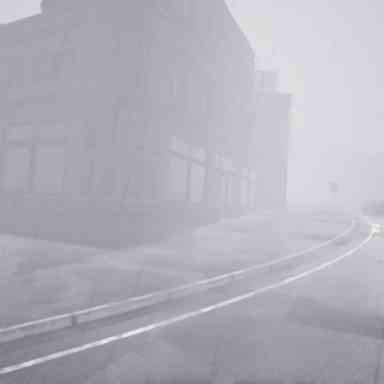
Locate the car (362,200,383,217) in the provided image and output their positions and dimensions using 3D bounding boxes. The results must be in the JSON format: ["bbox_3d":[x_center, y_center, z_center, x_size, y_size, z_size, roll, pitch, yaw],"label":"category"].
[{"bbox_3d":[15.910,1.367,28.206,1.895,1.301,4.718,2,2,16],"label":"car"}]
